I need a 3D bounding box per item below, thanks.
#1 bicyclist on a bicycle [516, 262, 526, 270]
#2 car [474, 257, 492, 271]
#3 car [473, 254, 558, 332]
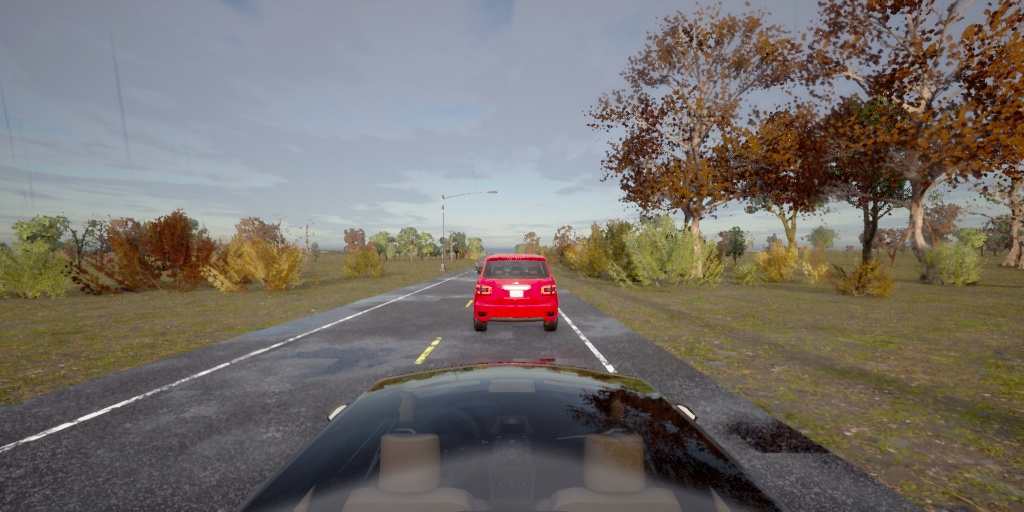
[{"bbox_3d":[0.861,1.110,30.199,0.659,1.776,1.843,0,0,0],"label":"bicyclist on a bicycle"},{"bbox_3d":[-3.854,1.087,48.341,2.097,1.767,4.553,0,0,-1],"label":"car"},{"bbox_3d":[0.078,0.968,11.020,2.150,2.045,5.566,0,0,-1],"label":"car"}]
